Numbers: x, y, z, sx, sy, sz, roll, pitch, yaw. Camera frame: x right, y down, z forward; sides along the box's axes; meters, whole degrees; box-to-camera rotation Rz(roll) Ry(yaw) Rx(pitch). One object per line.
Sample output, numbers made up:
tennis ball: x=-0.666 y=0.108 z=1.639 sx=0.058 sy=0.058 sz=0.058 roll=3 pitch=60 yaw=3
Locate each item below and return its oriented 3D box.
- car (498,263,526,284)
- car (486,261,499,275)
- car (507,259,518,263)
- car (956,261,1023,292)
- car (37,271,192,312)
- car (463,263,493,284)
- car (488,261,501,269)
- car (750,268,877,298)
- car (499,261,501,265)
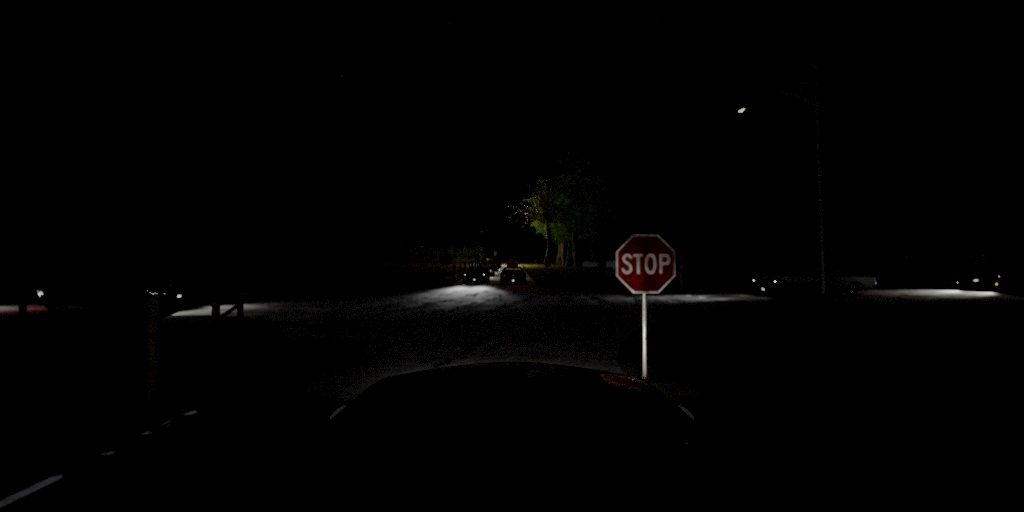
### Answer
car: x=0.093 y=1.501 z=28.629 sx=1.895 sy=1.301 sz=4.718 roll=0 pitch=0 yaw=0
car: x=-2.854 y=1.461 z=39.162 sx=2.033 sy=1.411 sz=5.357 roll=0 pitch=0 yaw=0
car: x=0.089 y=1.331 z=61.228 sx=1.882 sy=1.535 sz=5.008 roll=0 pitch=0 yaw=0
car: x=24.133 y=0.935 z=17.129 sx=4.181 sy=1.385 sz=1.994 roll=-2 pitch=-2 yaw=0
car: x=-15.373 y=1.336 z=14.014 sx=4.892 sy=1.490 sz=1.837 roll=0 pitch=-2 yaw=1
car: x=-2.854 y=1.503 z=29.374 sx=1.895 sy=1.301 sz=4.718 roll=0 pitch=0 yaw=0
car: x=-2.819 y=1.461 z=59.646 sx=1.895 sy=1.301 sz=4.718 roll=0 pitch=0 yaw=0
car: x=14.160 y=1.231 z=17.097 sx=4.718 sy=1.301 sz=1.895 roll=-1 pitch=-2 yaw=0
car: x=-2.841 y=1.402 z=49.002 sx=1.837 sy=1.490 sz=4.892 roll=0 pitch=0 yaw=0
